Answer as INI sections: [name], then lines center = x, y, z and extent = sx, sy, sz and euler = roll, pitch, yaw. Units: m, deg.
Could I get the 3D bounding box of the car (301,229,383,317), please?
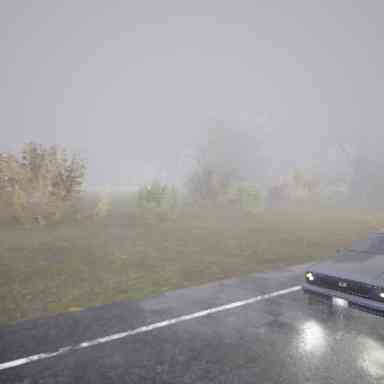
[car]
center = 4.768, 1.548, 7.396
extent = 5.357, 1.411, 2.033
euler = 0, 0, -36
